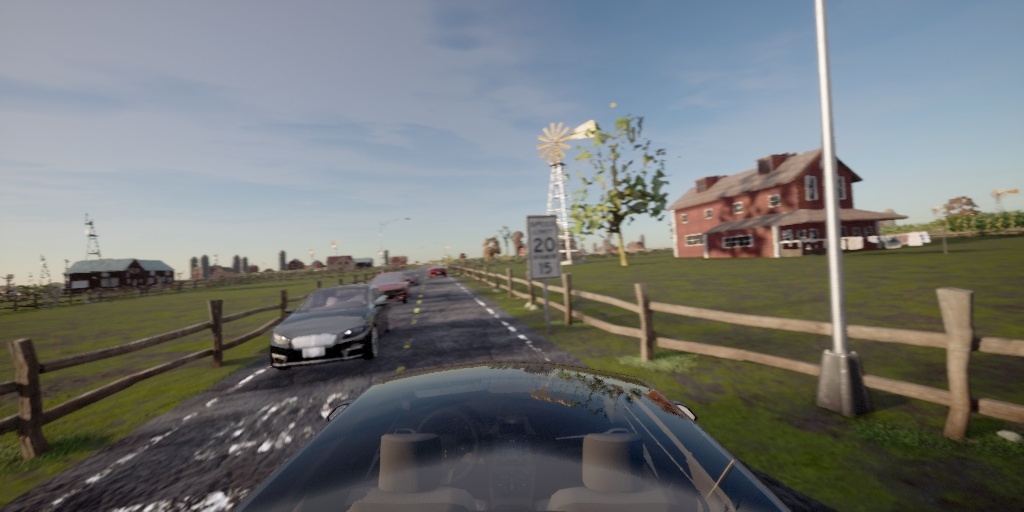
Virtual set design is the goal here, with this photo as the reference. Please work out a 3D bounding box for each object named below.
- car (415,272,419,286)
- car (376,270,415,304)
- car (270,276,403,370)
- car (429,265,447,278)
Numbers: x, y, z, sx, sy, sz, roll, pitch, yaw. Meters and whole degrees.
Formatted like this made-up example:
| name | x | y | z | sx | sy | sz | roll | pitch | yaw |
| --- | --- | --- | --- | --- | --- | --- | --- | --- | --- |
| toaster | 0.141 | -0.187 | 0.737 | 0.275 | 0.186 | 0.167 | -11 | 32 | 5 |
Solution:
| name | x | y | z | sx | sy | sz | roll | pitch | yaw |
| --- | --- | --- | --- | --- | --- | --- | --- | --- | --- |
| car | -9.044 | 1.879 | 30.716 | 1.994 | 1.385 | 4.181 | -3 | 0 | -12 |
| car | -6.376 | 1.620 | 18.839 | 1.882 | 1.535 | 5.008 | -3 | 0 | -13 |
| car | -4.098 | 1.489 | 8.796 | 2.128 | 1.511 | 4.902 | -3 | 0 | -13 |
| car | -9.040 | 1.822 | 43.835 | 1.882 | 1.535 | 5.008 | -3 | 0 | -13 |
